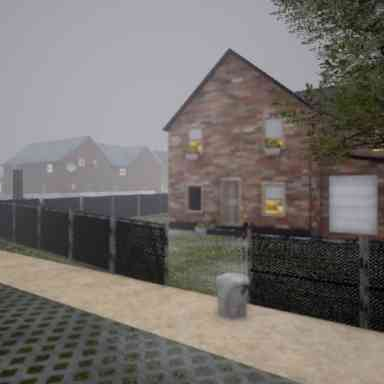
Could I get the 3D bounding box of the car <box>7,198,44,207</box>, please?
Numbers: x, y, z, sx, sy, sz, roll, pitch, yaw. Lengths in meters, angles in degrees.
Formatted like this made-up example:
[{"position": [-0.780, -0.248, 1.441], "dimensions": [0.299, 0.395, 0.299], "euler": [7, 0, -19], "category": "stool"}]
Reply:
[{"position": [-10.624, 1.126, 21.477], "dimensions": [2.128, 1.511, 4.902], "euler": [0, 1, 34], "category": "car"}]
